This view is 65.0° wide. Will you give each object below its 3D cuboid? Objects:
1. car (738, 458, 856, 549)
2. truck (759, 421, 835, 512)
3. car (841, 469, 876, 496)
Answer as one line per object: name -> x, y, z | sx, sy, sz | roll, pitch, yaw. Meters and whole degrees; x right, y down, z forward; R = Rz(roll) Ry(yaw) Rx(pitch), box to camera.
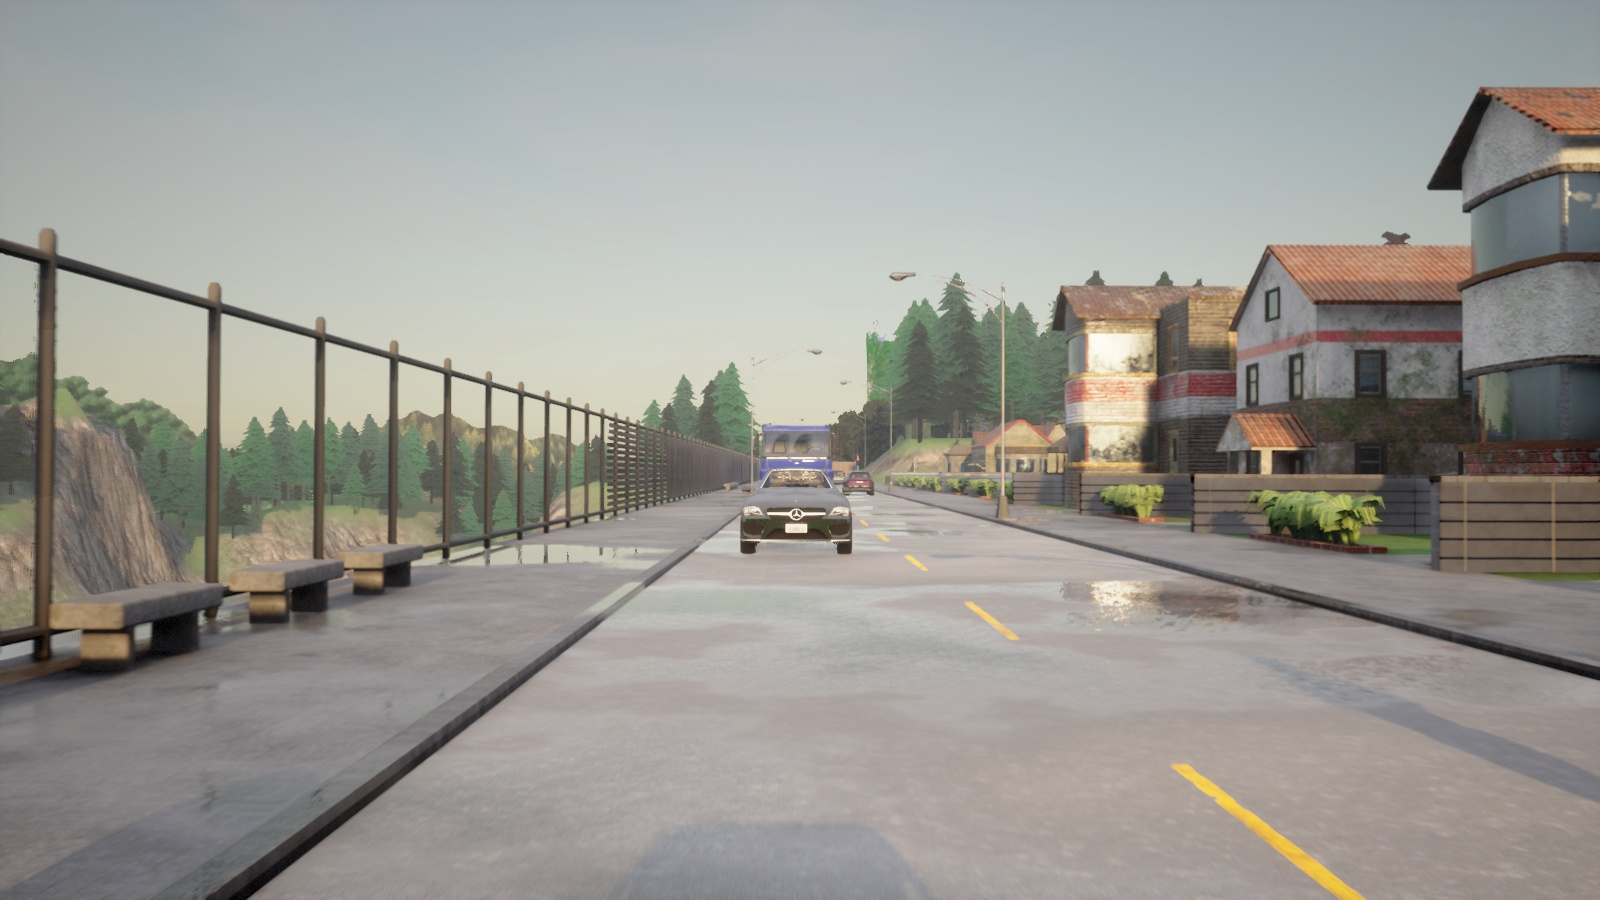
car -> -0.064, 1.018, 25.368 | 2.152, 1.651, 5.027 | 0, -1, 0
truck -> -0.132, 0.701, 51.836 | 2.891, 3.462, 7.936 | 0, -1, 0
car -> 3.797, 2.103, 82.075 | 2.033, 1.649, 4.856 | 0, -1, 0
